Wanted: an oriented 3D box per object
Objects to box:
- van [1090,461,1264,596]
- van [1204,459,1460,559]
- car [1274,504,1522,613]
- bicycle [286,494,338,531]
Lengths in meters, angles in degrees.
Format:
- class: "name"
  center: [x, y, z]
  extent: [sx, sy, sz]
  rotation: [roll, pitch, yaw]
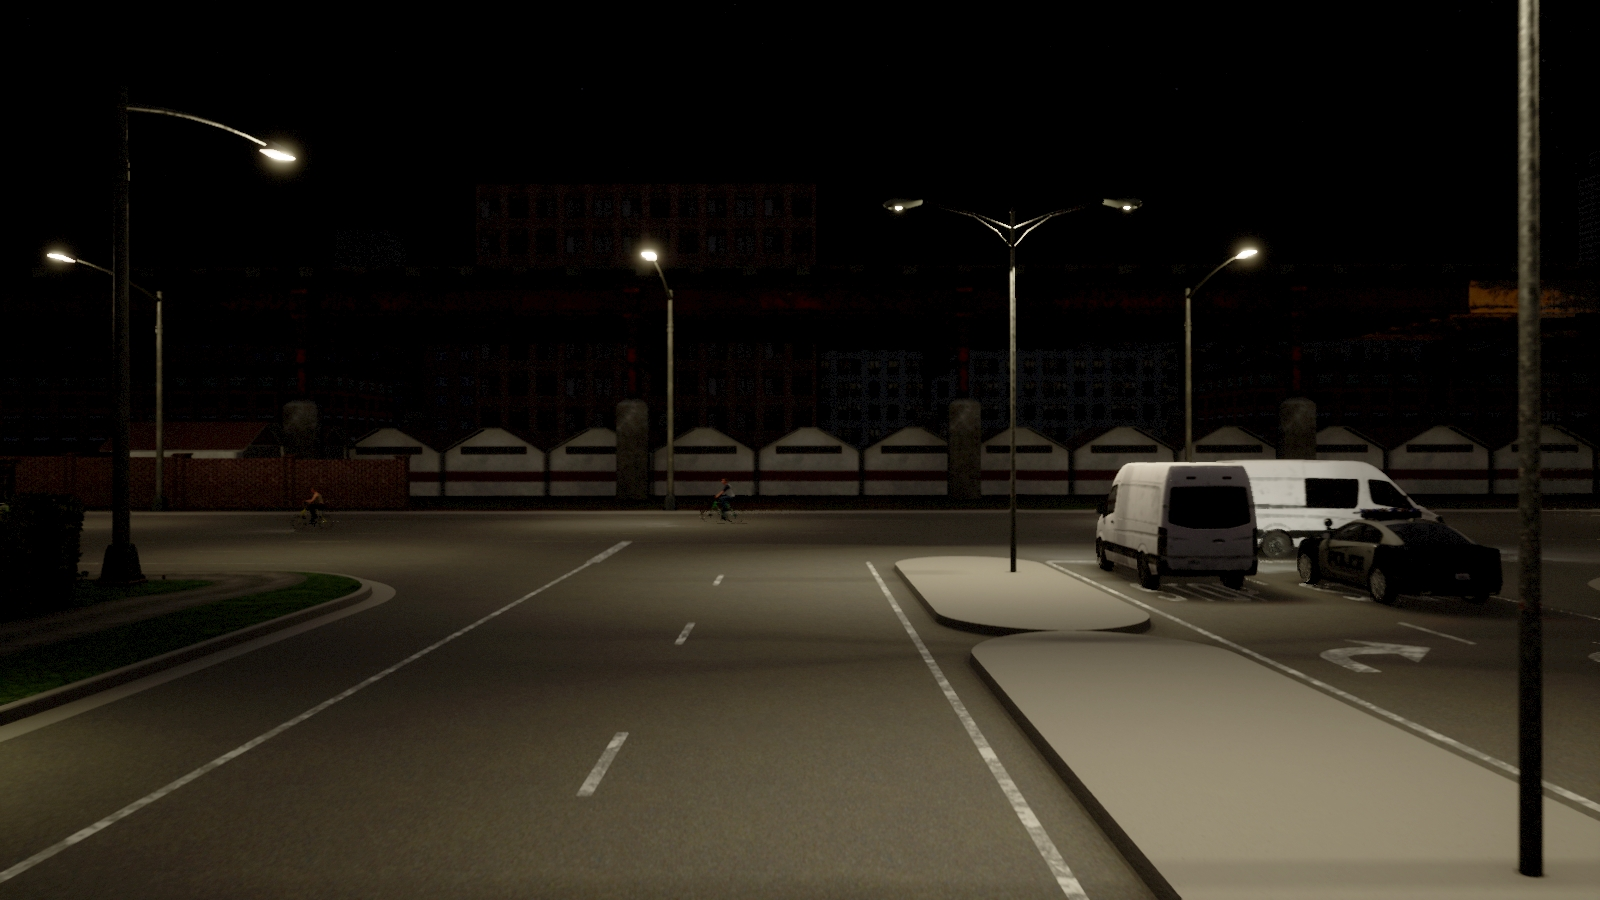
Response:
- class: "van"
  center: [8.051, 1.554, 25.104]
  extent: [1.988, 2.561, 5.915]
  rotation: [0, 0, 1]
- class: "van"
  center: [14.123, 1.548, 30.594]
  extent: [5.915, 2.561, 1.988]
  rotation: [0, 0, 0]
- class: "car"
  center: [11.377, 1.991, 22.271]
  extent: [2.097, 1.638, 5.238]
  rotation: [0, 0, 0]
- class: "bicycle"
  center: [-17.578, 2.243, 41.190]
  extent: [1.487, 1.301, 0.859]
  rotation: [0, 0, 0]
